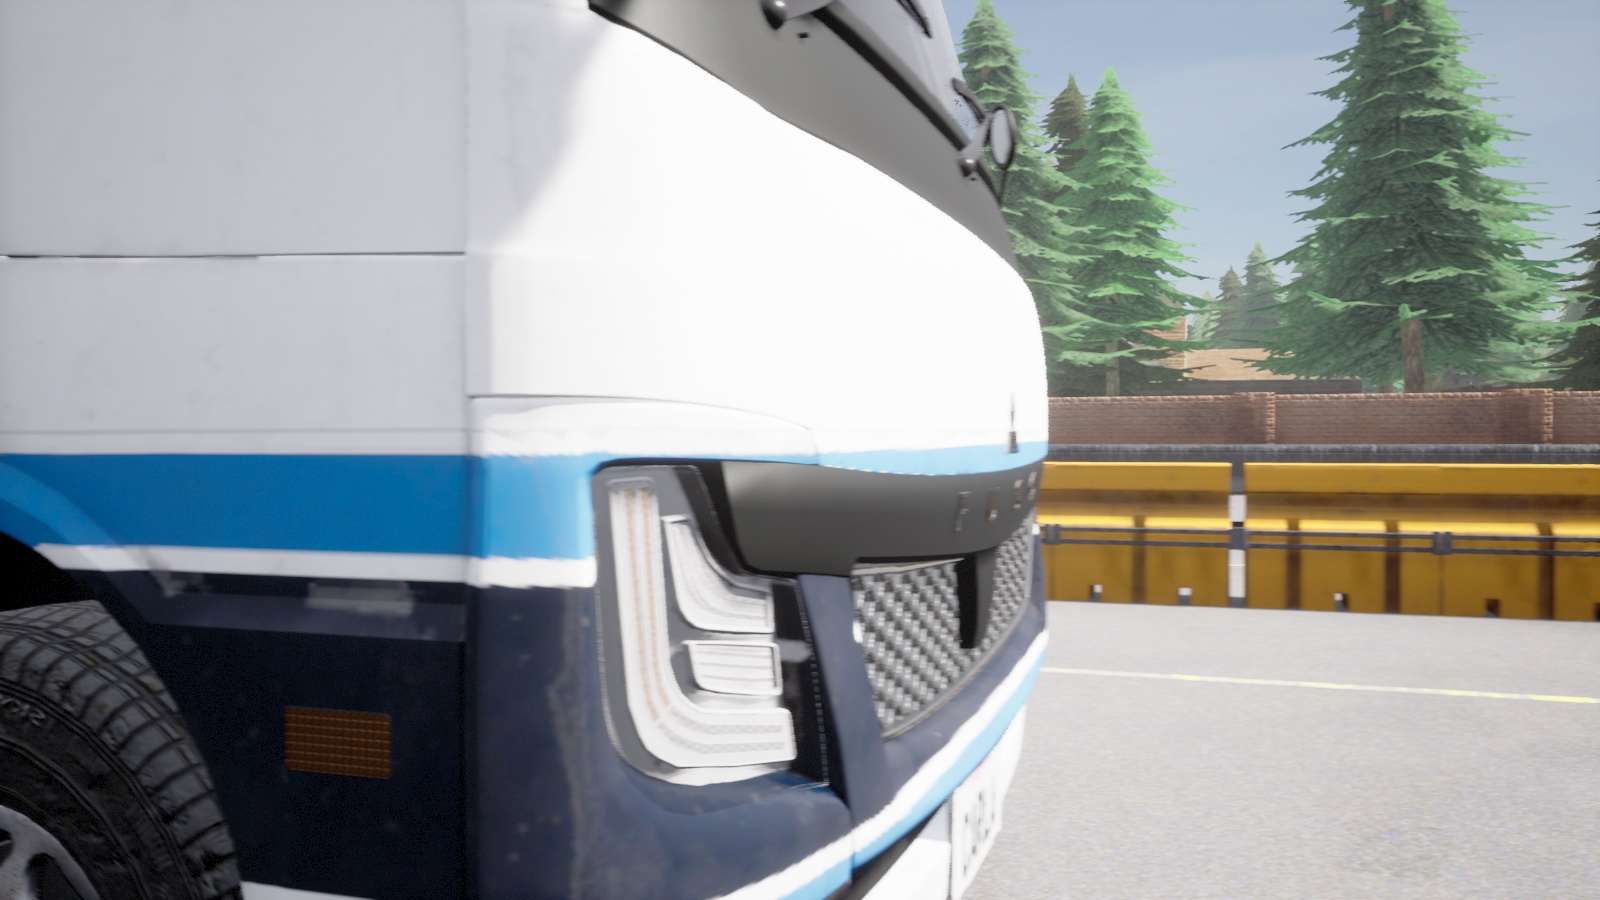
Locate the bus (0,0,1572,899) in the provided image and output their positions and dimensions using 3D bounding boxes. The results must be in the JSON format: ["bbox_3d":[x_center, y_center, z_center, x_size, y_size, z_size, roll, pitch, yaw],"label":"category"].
[{"bbox_3d":[-3.678,-0.635,4.414,10.273,4.253,3.944,1,1,19],"label":"bus"}]
